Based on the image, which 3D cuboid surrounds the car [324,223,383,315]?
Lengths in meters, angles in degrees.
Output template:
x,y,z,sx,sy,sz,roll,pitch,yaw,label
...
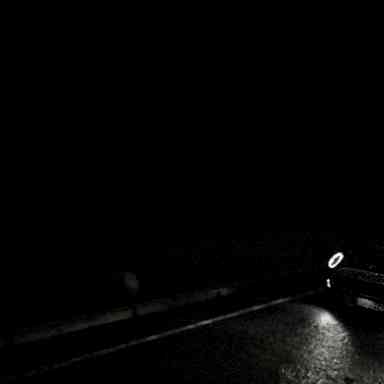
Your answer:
x,y,z,sx,sy,sz,roll,pitch,yaw,label
4.891,1.389,7.166,4.553,1.767,2.097,1,0,-35,car
